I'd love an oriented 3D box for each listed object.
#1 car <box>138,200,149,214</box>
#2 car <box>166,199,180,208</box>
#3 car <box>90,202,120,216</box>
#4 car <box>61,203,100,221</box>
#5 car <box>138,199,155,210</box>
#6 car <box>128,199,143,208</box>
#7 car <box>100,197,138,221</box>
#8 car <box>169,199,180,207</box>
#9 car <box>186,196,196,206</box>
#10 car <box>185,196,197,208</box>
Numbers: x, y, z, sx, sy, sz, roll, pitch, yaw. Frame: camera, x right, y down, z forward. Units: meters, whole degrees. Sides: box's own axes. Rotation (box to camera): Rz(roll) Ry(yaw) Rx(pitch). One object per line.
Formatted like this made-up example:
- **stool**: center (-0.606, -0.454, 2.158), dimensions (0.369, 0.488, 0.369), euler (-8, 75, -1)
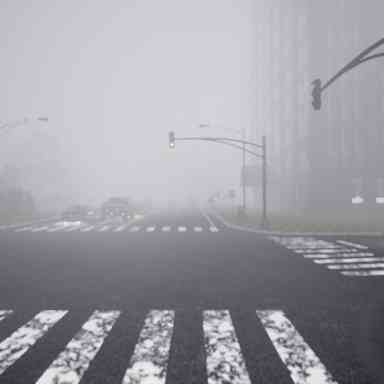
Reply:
- **car**: center (-6.734, 1.950, 40.214), dimensions (1.895, 1.301, 4.718), euler (0, -1, 0)
- **car**: center (-3.454, 2.089, 58.945), dimensions (1.812, 1.442, 4.674), euler (0, -1, 0)
- **car**: center (-9.978, 1.881, 38.610), dimensions (2.033, 1.411, 5.357), euler (0, -1, 0)
- **car**: center (-9.947, 1.808, 29.368), dimensions (1.994, 1.385, 4.181), euler (0, -1, 0)
- **car**: center (-6.756, 1.808, 49.986), dimensions (2.097, 1.767, 4.553), euler (0, -1, 0)
- **car**: center (-10.003, 2.068, 58.864), dimensions (1.837, 1.490, 4.892), euler (0, -1, 0)
- **car**: center (-6.702, 1.476, 30.456), dimensions (2.150, 2.045, 5.566), euler (0, -1, 0)
- **car**: center (-3.489, 2.240, 68.947), dimensions (2.033, 1.411, 5.357), euler (0, -1, 0)
- **car**: center (-0.186, 1.931, 70.223), dimensions (2.150, 2.045, 5.566), euler (0, -1, 0)
- **car**: center (-0.105, 1.929, 60.094), dimensions (2.097, 1.767, 4.553), euler (0, -1, 0)
